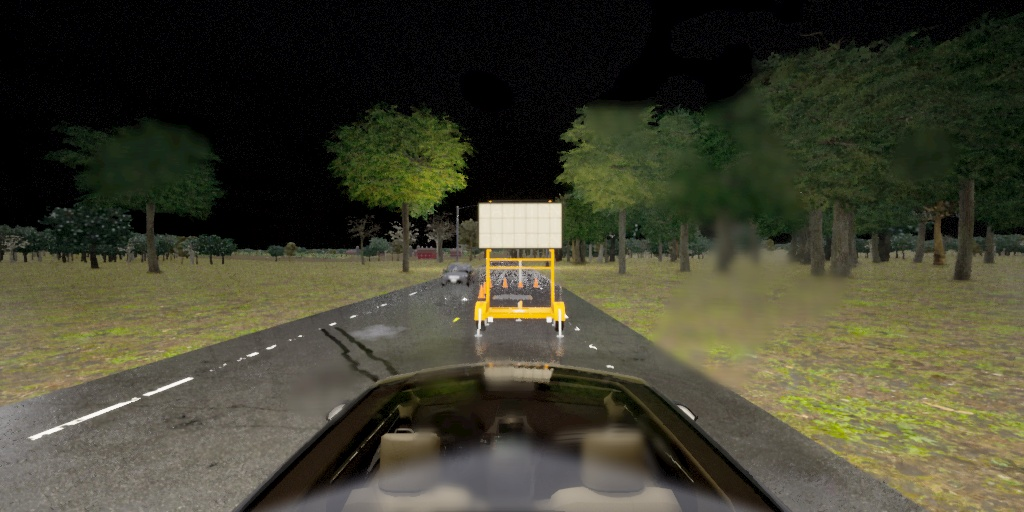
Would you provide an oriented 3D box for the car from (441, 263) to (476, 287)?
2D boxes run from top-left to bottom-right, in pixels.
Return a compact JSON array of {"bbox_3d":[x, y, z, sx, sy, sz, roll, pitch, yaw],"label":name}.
[{"bbox_3d":[-3.554,1.236,24.378,2.128,1.511,4.902,0,0,0],"label":"car"}]

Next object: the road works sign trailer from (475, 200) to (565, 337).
[{"bbox_3d":[0.239,0.210,10.251,2.380,3.560,2.880,0,0,2],"label":"road works sign trailer"}]
